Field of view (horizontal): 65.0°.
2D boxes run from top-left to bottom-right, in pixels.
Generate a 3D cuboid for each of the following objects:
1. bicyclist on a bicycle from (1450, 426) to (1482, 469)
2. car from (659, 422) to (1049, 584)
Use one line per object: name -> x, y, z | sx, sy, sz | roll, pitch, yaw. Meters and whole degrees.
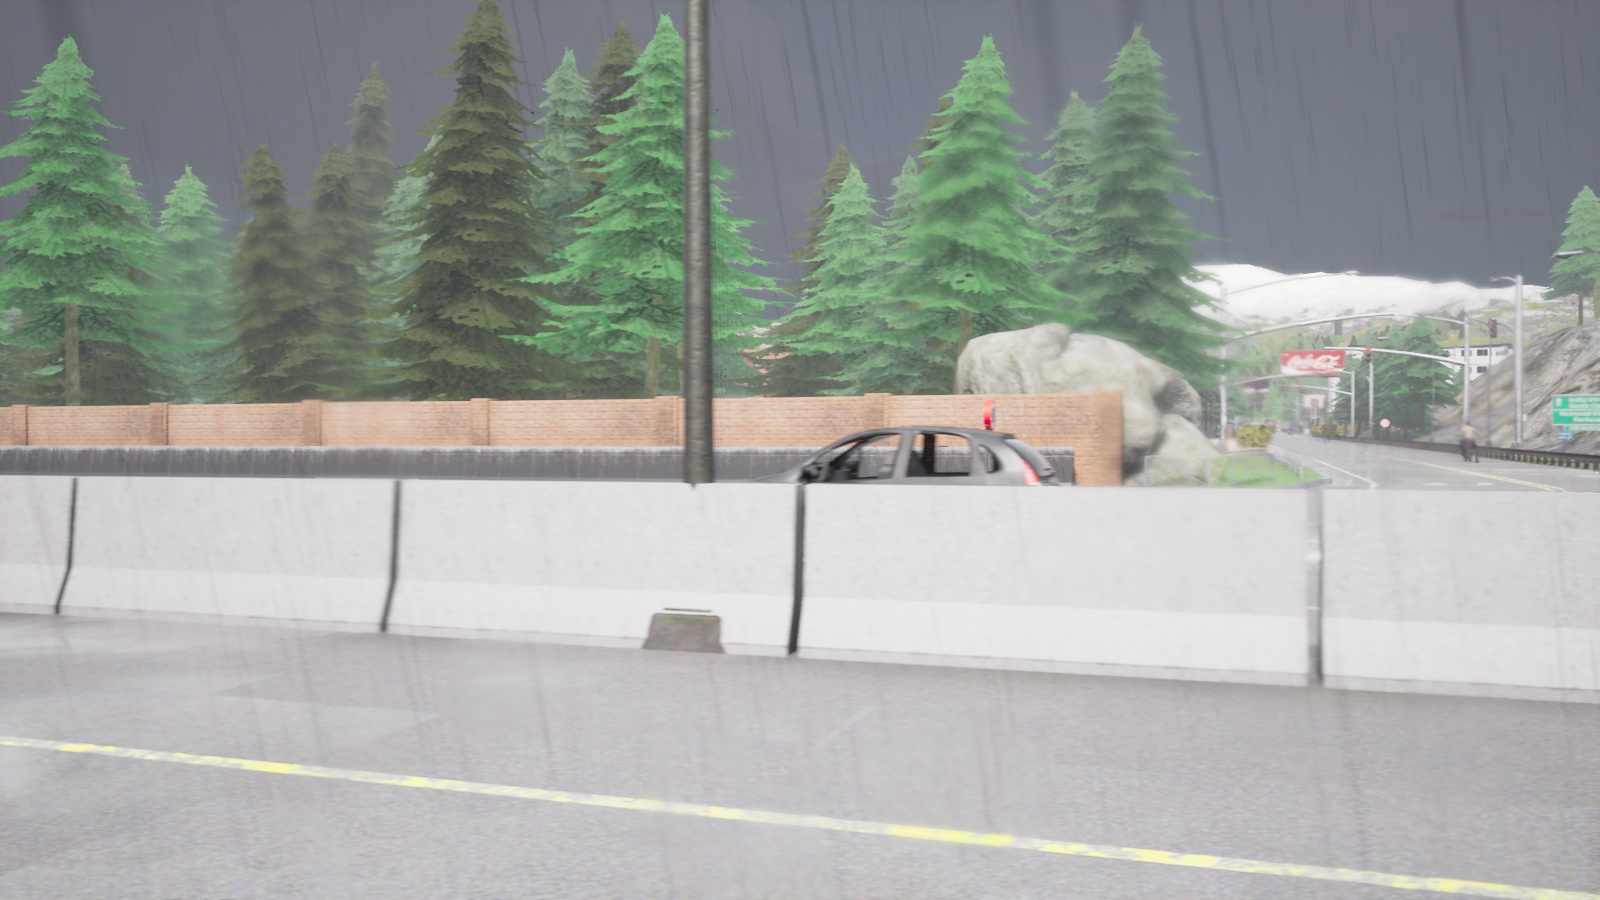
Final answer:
bicyclist on a bicycle -> 25.811, -0.115, 48.667 | 0.866, 1.612, 1.509 | 1, 1, 19
car -> 0.640, 0.502, 14.054 | 3.988, 1.617, 1.851 | 1, 1, 19
